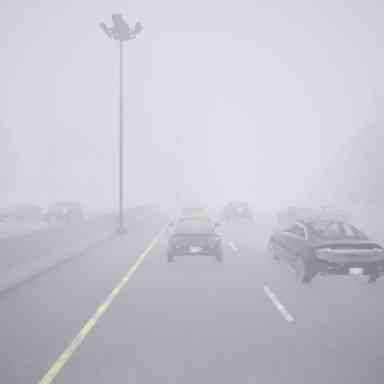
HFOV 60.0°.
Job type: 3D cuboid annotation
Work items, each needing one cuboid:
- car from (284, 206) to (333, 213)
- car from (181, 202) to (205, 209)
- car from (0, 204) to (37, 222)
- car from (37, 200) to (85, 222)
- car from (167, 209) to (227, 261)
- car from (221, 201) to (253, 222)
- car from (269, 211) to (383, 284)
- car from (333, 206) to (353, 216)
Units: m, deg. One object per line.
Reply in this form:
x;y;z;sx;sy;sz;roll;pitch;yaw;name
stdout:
7.101;1.652;22.154;2.033;1.411;5.357;0;0;0;car
0.101;1.617;29.179;1.882;1.535;5.008;0;0;0;car
-14.093;1.681;27.898;2.033;1.411;5.357;0;0;0;car
-10.582;1.485;27.600;2.097;1.767;4.553;0;0;0;car
0.085;1.585;12.415;1.812;1.442;4.674;0;0;0;car
3.602;1.482;27.322;2.097;1.767;4.553;0;0;0;car
3.601;1.538;9.721;2.128;1.511;4.902;0;0;0;car
10.601;1.724;26.069;1.895;1.301;4.718;0;0;0;car
